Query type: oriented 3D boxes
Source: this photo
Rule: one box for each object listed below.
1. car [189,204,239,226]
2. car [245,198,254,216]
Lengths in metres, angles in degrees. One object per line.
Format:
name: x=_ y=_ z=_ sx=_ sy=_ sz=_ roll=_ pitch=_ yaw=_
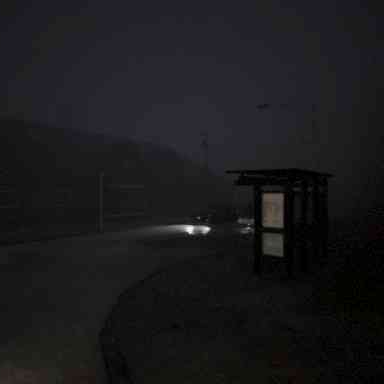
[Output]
car: x=1.587 y=1.507 z=23.339 sx=1.994 sy=1.385 sz=4.181 roll=0 pitch=0 yaw=36
car: x=7.004 y=1.161 z=30.896 sx=2.150 sy=2.045 sz=5.566 roll=0 pitch=0 yaw=36
